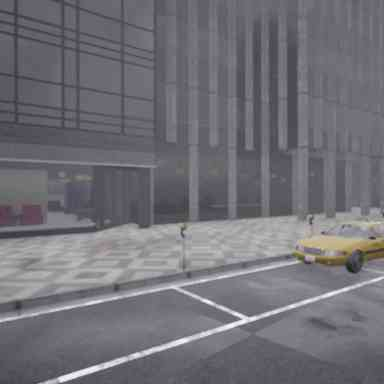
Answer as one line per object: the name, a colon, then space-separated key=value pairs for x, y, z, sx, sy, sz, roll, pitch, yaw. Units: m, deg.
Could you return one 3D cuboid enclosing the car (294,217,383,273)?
car: x=5.251 y=1.518 z=10.567 sx=4.829 sy=1.417 sz=1.752 roll=0 pitch=-1 yaw=-35
